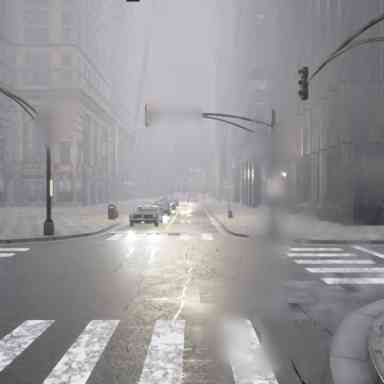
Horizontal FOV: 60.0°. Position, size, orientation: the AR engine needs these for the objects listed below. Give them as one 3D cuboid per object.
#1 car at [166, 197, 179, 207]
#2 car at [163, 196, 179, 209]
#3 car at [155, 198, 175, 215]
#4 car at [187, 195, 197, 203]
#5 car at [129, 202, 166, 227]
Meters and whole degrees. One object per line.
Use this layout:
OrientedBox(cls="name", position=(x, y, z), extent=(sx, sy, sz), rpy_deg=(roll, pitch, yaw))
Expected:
OrientedBox(cls="car", position=(-3.076, 1.531, 53.187), extent=(1.812, 1.442, 4.674), rpy_deg=(0, 0, 0))
OrientedBox(cls="car", position=(-3.115, 1.354, 43.146), extent=(2.097, 1.767, 4.553), rpy_deg=(0, 0, 0))
OrientedBox(cls="car", position=(-3.108, 1.564, 33.144), extent=(1.994, 1.385, 4.181), rpy_deg=(0, 0, 0))
OrientedBox(cls="car", position=(0.068, 1.366, 69.674), extent=(2.097, 1.767, 4.553), rpy_deg=(0, 0, 0))
OrientedBox(cls="car", position=(-3.110, 1.601, 23.201), extent=(1.895, 1.301, 4.718), rpy_deg=(0, 0, 0))
